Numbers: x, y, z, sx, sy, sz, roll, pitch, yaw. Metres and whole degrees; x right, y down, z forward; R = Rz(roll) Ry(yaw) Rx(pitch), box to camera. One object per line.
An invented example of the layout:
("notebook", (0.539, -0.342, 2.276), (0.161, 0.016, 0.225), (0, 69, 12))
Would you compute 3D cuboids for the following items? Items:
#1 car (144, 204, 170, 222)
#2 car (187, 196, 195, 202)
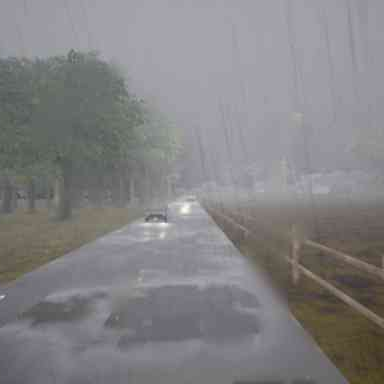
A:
("car", (-2.850, 1.710, 28.531), (2.033, 1.411, 5.357), (0, 0, 0))
("car", (-0.300, 1.908, 86.859), (1.882, 1.535, 5.008), (0, 0, 0))
